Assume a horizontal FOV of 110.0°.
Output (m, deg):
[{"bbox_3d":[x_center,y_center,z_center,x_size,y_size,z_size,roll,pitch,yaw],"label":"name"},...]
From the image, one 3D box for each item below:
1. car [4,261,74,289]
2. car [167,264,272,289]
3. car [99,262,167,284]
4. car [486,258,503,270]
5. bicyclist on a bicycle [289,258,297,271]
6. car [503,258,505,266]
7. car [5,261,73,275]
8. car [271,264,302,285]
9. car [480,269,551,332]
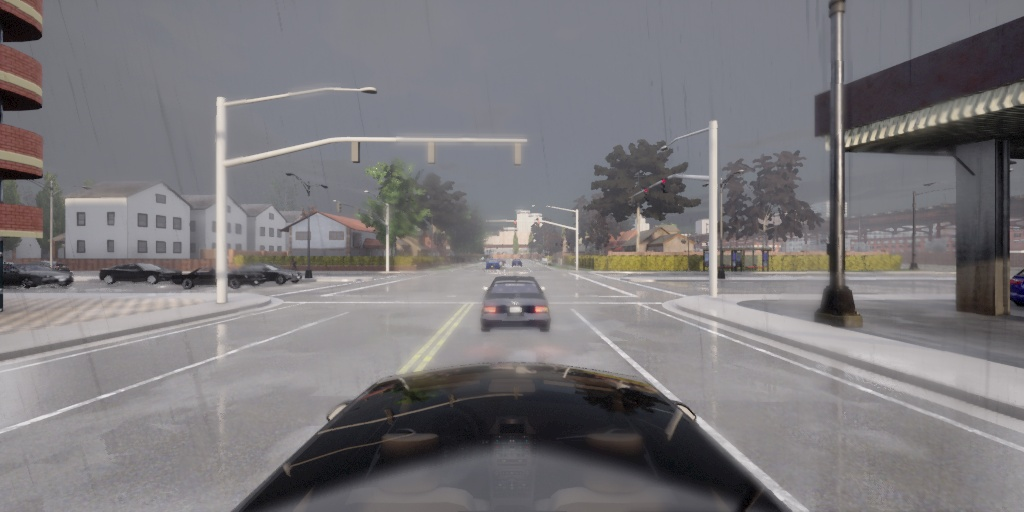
[{"bbox_3d":[-30.682,1.241,22.563,4.902,1.511,2.128,0,0,1],"label":"car"},{"bbox_3d":[-18.096,1.351,22.354,4.718,1.301,1.895,0,0,1],"label":"car"},{"bbox_3d":[-26.773,1.228,26.003,5.008,1.535,1.882,0,0,1],"label":"car"},{"bbox_3d":[-2.823,1.227,53.596,1.882,1.535,5.008,0,0,1],"label":"car"},{"bbox_3d":[-26.530,1.051,43.483,0.582,1.620,1.656,0,0,1],"label":"bicyclist on a bicycle"},{"bbox_3d":[-2.734,1.350,63.144,1.895,1.301,4.718,0,0,1],"label":"car"},{"bbox_3d":[-50.013,1.255,37.962,4.892,1.490,1.837,0,0,1],"label":"car"},{"bbox_3d":[-17.712,1.276,25.880,4.674,1.442,1.812,0,0,1],"label":"car"},{"bbox_3d":[0.085,1.297,10.837,2.033,1.411,5.357,0,0,0],"label":"car"}]
